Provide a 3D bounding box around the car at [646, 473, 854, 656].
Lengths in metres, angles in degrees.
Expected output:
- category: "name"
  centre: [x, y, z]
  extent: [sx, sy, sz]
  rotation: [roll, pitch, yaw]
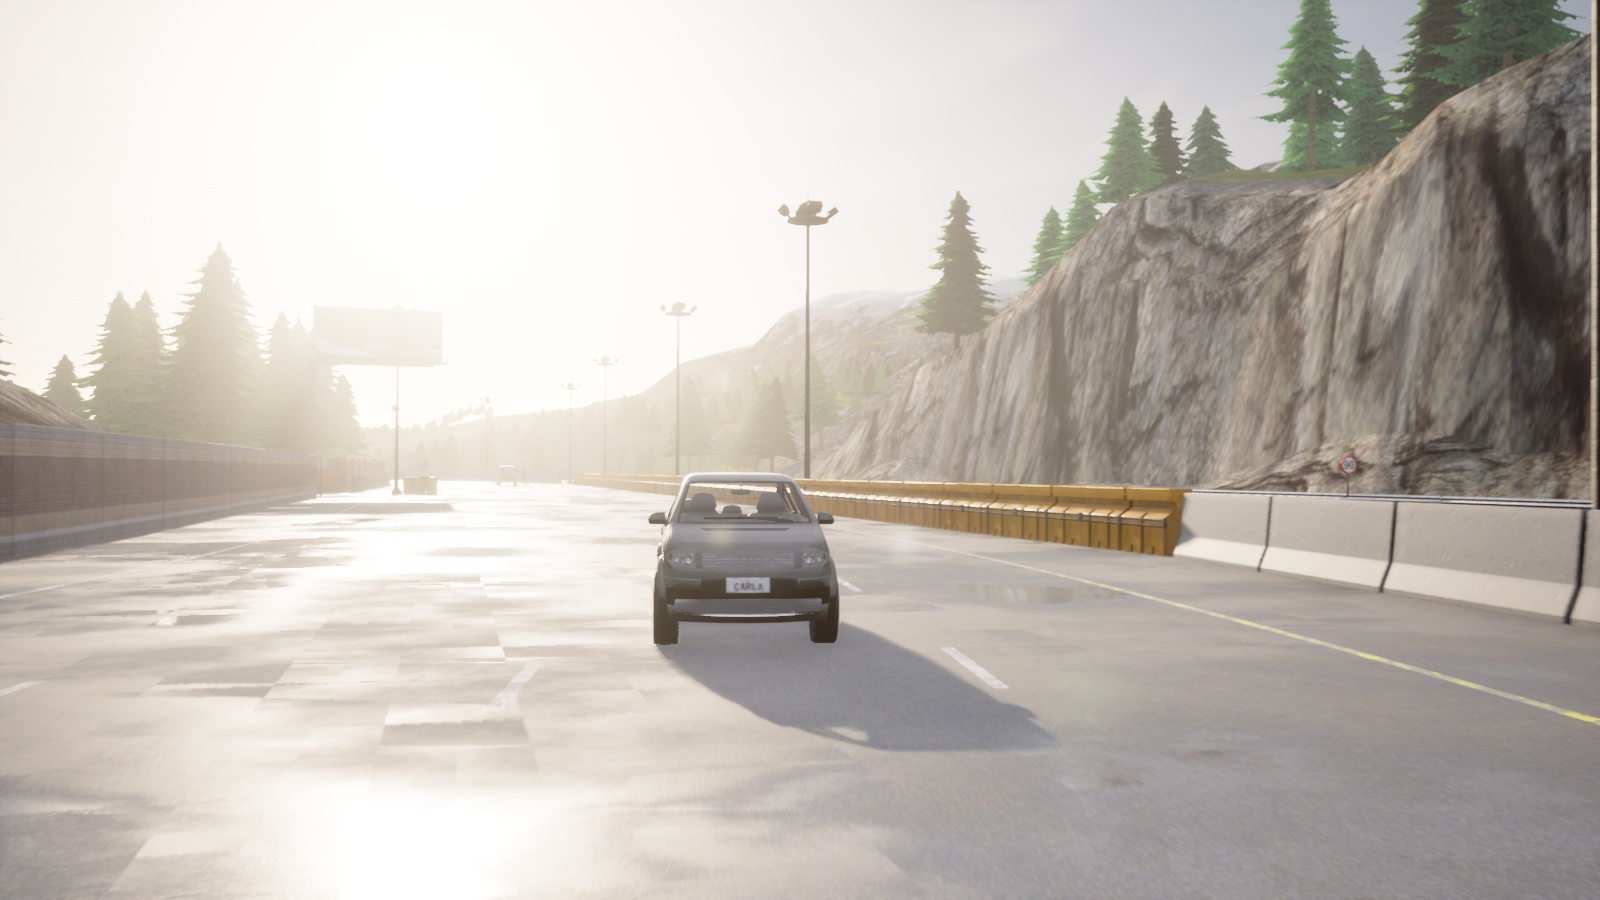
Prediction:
- category: "car"
  centre: [-0.613, 1.007, 12.616]
  extent: [1.789, 1.549, 3.705]
  rotation: [0, -1, -6]
